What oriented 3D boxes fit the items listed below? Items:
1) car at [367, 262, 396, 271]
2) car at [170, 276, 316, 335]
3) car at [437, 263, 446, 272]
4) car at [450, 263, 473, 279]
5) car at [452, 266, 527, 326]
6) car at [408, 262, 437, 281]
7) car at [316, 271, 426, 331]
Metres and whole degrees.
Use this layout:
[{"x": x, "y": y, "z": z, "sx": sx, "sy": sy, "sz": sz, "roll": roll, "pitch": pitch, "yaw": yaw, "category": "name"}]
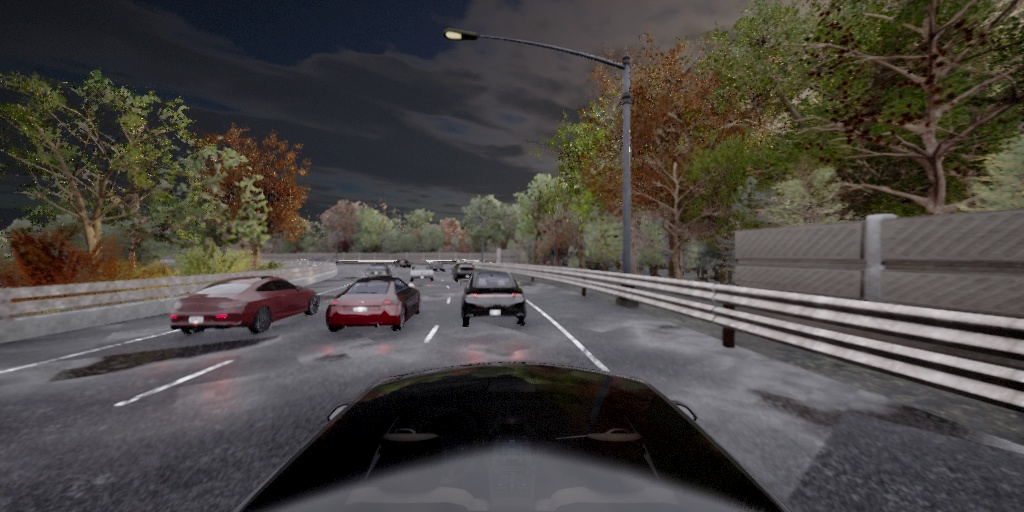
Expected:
[{"x": -11.146, "y": 1.399, "z": 30.047, "sx": 2.033, "sy": 1.411, "sz": 5.357, "roll": 0, "pitch": 0, "yaw": -15, "category": "car"}, {"x": -7.518, "y": 1.313, "z": 10.596, "sx": 1.812, "sy": 1.442, "sz": 4.674, "roll": 0, "pitch": 0, "yaw": -5, "category": "car"}, {"x": -10.217, "y": 1.504, "z": 47.249, "sx": 1.895, "sy": 1.301, "sz": 4.718, "roll": 0, "pitch": 0, "yaw": -24, "category": "car"}, {"x": -4.128, "y": 1.349, "z": 30.601, "sx": 1.837, "sy": 1.490, "sz": 4.892, "roll": 0, "pitch": 0, "yaw": -14, "category": "car"}, {"x": -0.673, "y": 1.274, "z": 11.850, "sx": 2.128, "sy": 1.511, "sz": 4.902, "roll": 0, "pitch": 0, "yaw": -6, "category": "car"}, {"x": -7.962, "y": 1.453, "z": 31.504, "sx": 1.895, "sy": 1.301, "sz": 4.718, "roll": 0, "pitch": 0, "yaw": -16, "category": "car"}, {"x": -4.100, "y": 1.349, "z": 11.230, "sx": 1.994, "sy": 1.385, "sz": 4.181, "roll": 0, "pitch": 0, "yaw": -5, "category": "car"}]
